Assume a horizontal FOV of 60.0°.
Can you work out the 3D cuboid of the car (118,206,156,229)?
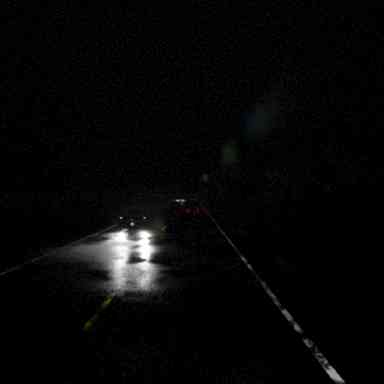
[{"bbox_3d":[-3.605,1.648,22.340,1.895,1.301,4.718,0,0,0],"label":"car"}]

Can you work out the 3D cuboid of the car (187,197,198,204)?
[{"bbox_3d":[0.086,1.682,69.256,2.033,1.411,5.357,0,0,0],"label":"car"}]

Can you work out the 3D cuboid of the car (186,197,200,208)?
[{"bbox_3d":[0.090,1.627,50.375,1.812,1.442,4.674,0,0,0],"label":"car"}]
